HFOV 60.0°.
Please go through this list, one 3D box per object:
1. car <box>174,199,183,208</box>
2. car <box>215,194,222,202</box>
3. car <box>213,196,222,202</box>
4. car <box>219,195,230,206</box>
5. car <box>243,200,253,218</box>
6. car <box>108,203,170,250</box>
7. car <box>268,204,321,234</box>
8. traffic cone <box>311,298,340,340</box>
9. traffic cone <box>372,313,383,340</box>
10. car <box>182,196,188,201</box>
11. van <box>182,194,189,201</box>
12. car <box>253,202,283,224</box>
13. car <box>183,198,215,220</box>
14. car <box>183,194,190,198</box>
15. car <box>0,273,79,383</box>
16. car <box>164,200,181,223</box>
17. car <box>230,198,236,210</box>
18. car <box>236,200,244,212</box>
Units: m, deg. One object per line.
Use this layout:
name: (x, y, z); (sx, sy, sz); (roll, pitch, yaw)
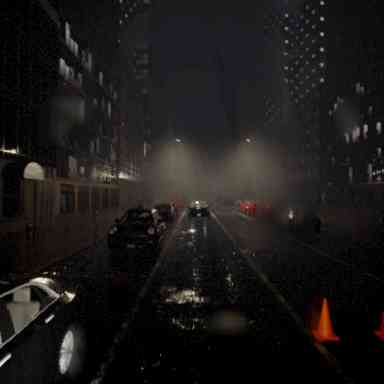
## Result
car: (-2.091, 1.587, 31.204); (1.887, 1.381, 4.507); (1, 0, 0)
car: (6.607, 1.709, 71.107); (1.752, 1.417, 4.829); (1, 0, 0)
car: (6.741, 1.767, 88.003); (1.887, 1.381, 4.507); (1, 0, 0)
car: (6.515, 1.724, 59.559); (1.947, 1.339, 4.313); (1, 0, 0)
car: (6.289, 1.644, 31.116); (1.887, 1.381, 4.507); (1, 0, 0)
car: (-2.225, 1.450, 14.138); (1.967, 1.590, 4.097); (1, 0, 0)
car: (6.198, 1.629, 19.738); (2.008, 1.369, 4.403); (1, 0, 0)
traffic cone: (2.110, 1.979, 5.271); (0.340, 0.580, 0.340); (0, 0, 0)
traffic cone: (3.110, 1.986, 5.263); (0.340, 0.580, 0.340); (0, 0, 0)
car: (-1.955, 1.621, 48.271); (1.887, 1.381, 4.507); (1, 0, 0)
van: (-1.636, 1.506, 88.094); (1.690, 1.788, 3.998); (1, 0, 0)
car: (6.245, 1.529, 25.426); (1.967, 1.590, 4.097); (1, 0, 0)
car: (0.573, 1.547, 28.619); (2.128, 1.511, 4.902); (0, 0, 0)
car: (-1.685, 1.702, 82.405); (2.008, 1.369, 4.403); (1, 0, 0)
car: (-2.317, 1.540, 2.760); (2.008, 1.369, 4.403); (1, 0, 0)
car: (-2.136, 1.582, 25.516); (2.008, 1.369, 4.403); (1, 0, 0)
car: (6.379, 1.672, 42.493); (2.008, 1.369, 4.403); (1, 0, 0)
car: (6.334, 1.692, 36.805); (1.802, 1.307, 4.206); (1, 0, 0)
